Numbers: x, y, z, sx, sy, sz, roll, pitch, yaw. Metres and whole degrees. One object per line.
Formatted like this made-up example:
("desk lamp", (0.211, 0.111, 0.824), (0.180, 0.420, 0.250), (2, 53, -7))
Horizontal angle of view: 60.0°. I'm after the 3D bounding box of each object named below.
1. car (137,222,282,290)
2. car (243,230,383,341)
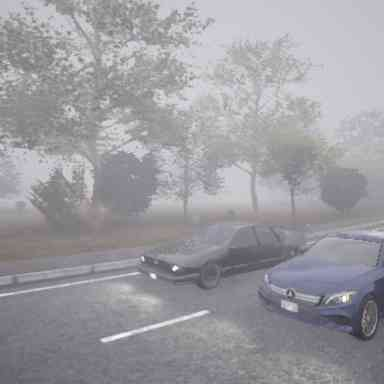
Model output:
("car", (1.182, 1.575, 9.415), (5.357, 1.411, 2.033), (0, 0, -38))
("car", (3.353, 1.545, 6.718), (4.674, 1.442, 1.812), (0, 0, -39))
